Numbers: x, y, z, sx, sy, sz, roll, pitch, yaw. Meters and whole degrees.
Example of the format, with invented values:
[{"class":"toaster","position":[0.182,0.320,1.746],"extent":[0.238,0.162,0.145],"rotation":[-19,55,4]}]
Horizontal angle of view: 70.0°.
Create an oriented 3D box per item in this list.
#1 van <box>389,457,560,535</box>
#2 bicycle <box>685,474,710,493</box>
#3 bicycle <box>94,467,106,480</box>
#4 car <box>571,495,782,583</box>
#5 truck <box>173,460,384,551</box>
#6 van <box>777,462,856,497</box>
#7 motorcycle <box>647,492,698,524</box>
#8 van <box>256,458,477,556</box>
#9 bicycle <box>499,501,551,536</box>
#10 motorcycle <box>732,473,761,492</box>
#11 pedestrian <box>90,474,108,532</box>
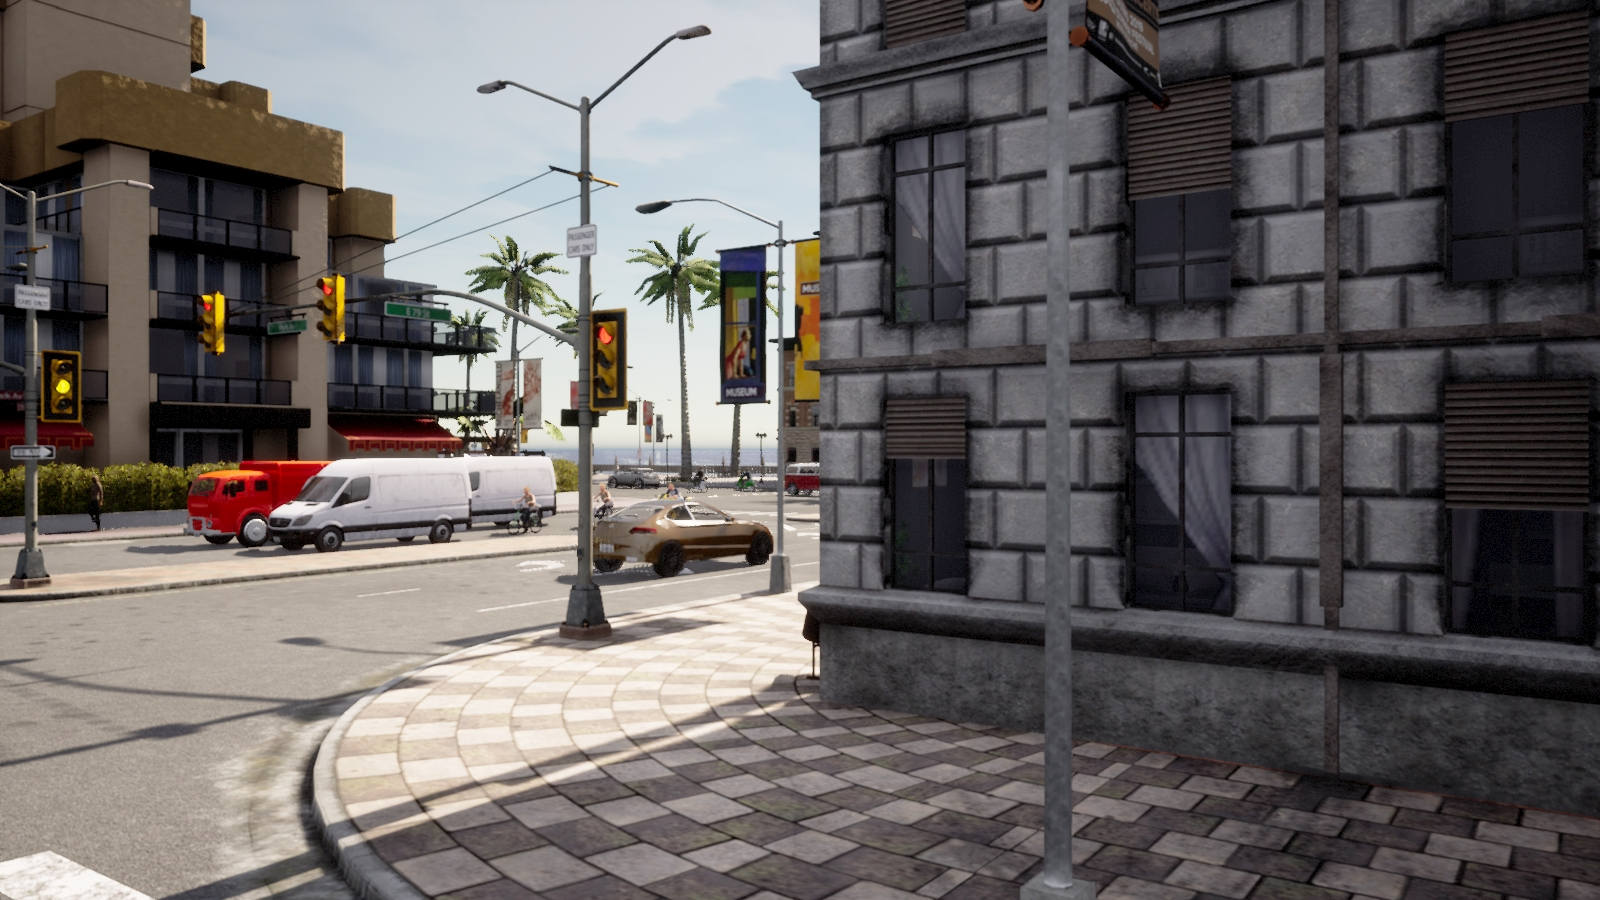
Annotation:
[{"class":"van","position":[-11.438,1.537,40.677],"extent":[1.988,2.561,5.915],"rotation":[0,0,35]},{"class":"bicycle","position":[-6.774,2.213,75.491],"extent":[1.835,1.171,0.329],"rotation":[0,0,36]},{"class":"bicycle","position":[-66.673,2.218,108.817],"extent":[1.835,1.171,0.329],"rotation":[0,0,36]},{"class":"car","position":[-2.779,1.993,26.941],"extent":[2.152,1.651,5.027],"rotation":[0,0,35]},{"class":"truck","position":[-15.694,1.570,34.672],"extent":[2.627,2.467,5.204],"rotation":[0,0,35]},{"class":"van","position":[1.001,1.785,69.918],"extent":[4.480,2.038,2.069],"rotation":[0,0,36]},{"class":"motorcycle","position":[-4.891,2.215,43.994],"extent":[0.803,1.145,2.033],"rotation":[0,0,35]},{"class":"van","position":[-12.432,1.536,33.217],"extent":[1.988,2.561,5.915],"rotation":[0,0,35]},{"class":"bicycle","position":[-9.136,2.258,37.951],"extent":[0.859,1.080,1.487],"rotation":[0,0,35]},{"class":"motorcycle","position":[-3.654,2.185,77.532],"extent":[1.805,1.236,0.856],"rotation":[0,0,36]},{"class":"pedestrian","position":[-22.655,1.699,36.914],"extent":[0.375,1.860,0.375],"rotation":[0,0,35]}]
